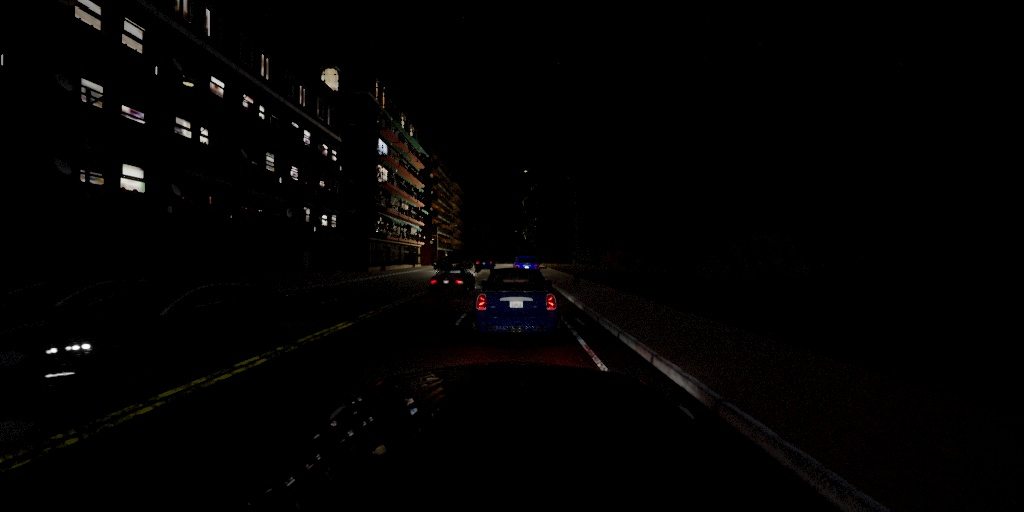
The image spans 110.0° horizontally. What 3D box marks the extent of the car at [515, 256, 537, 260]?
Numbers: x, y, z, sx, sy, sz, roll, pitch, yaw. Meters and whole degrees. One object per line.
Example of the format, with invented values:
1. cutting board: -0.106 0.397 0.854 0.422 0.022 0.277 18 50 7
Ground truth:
1. car: 1.150 0.979 30.103 2.150 2.045 5.566 0 0 0

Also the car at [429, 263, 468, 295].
1. car: -3.141 1.301 19.613 2.033 1.411 5.357 0 0 0

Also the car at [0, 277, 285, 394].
1. car: -6.599 1.242 6.964 2.128 1.511 4.902 0 0 0

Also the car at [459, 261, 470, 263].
1. car: -6.577 1.354 48.882 1.895 1.301 4.718 0 0 0

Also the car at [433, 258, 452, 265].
1. car: -9.822 1.105 51.128 2.097 1.767 4.553 0 0 0

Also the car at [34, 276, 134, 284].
1. car: -9.848 1.242 8.153 2.128 1.511 4.902 0 0 0

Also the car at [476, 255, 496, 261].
1. car: -3.129 0.966 42.988 2.150 2.045 5.566 0 -1 0

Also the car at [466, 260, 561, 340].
1. car: 0.102 1.104 10.150 2.097 1.767 4.553 0 0 0
